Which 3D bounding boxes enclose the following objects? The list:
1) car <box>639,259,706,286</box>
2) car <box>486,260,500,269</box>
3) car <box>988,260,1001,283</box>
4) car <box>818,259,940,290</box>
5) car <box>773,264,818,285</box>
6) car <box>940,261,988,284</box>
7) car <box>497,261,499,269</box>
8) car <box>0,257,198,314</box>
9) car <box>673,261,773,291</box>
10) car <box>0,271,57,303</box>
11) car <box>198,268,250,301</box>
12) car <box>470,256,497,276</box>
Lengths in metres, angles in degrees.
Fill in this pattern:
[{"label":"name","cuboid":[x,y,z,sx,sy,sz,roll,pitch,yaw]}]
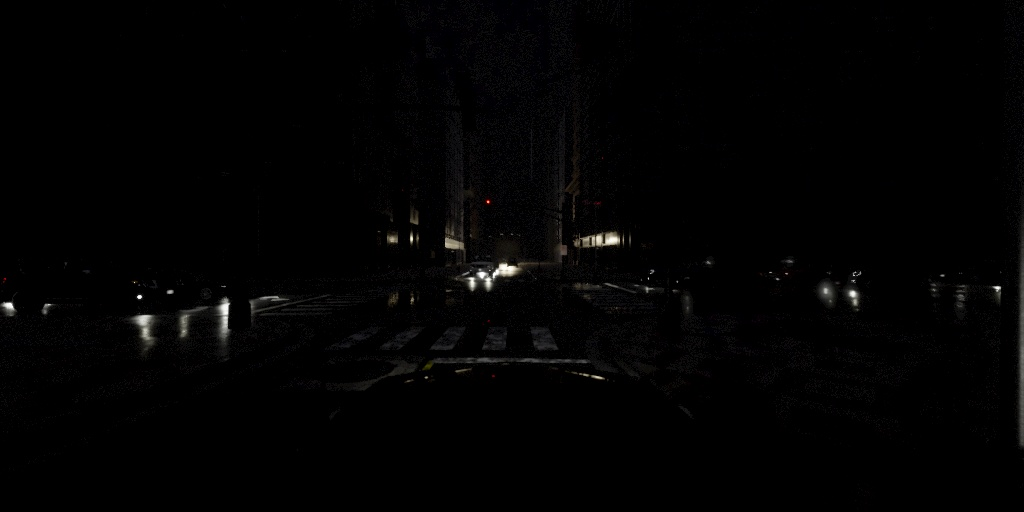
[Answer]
[{"label":"car","cuboid":[10.890,1.011,23.891,4.553,1.767,2.097,0,0,2]},{"label":"car","cuboid":[-3.024,1.363,57.511,1.895,1.301,4.718,0,0,0]},{"label":"car","cuboid":[31.106,0.891,20.528,4.553,1.767,2.097,0,0,0]},{"label":"car","cuboid":[20.907,0.957,20.568,4.553,1.767,2.097,0,0,0]},{"label":"car","cuboid":[19.882,1.204,23.822,4.718,1.301,1.895,0,0,0]},{"label":"car","cuboid":[31.008,1.038,23.779,4.892,1.490,1.837,0,0,0]},{"label":"car","cuboid":[-3.049,1.357,47.358,1.895,1.301,4.718,0,0,0]},{"label":"car","cuboid":[-16.089,1.063,13.985,5.566,2.045,2.150,0,0,0]},{"label":"car","cuboid":[11.856,1.187,20.593,4.674,1.442,1.812,0,0,2]},{"label":"car","cuboid":[-25.271,1.444,17.262,4.181,1.385,1.994,0,0,0]},{"label":"car","cuboid":[-15.330,1.334,17.255,4.892,1.490,1.837,0,0,3]},{"label":"car","cuboid":[-3.069,0.975,37.291,2.150,2.045,5.566,0,0,0]}]
